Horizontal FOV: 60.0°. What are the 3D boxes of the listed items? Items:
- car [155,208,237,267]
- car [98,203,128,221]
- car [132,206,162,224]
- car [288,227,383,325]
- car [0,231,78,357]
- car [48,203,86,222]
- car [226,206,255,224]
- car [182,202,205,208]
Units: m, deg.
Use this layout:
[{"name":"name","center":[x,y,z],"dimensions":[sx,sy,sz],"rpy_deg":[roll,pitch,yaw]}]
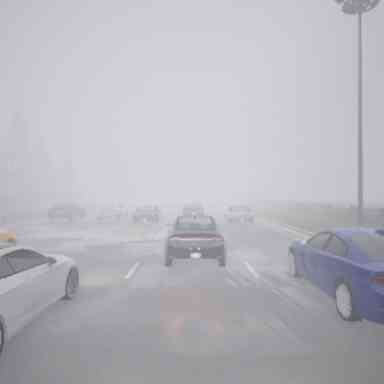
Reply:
[{"name":"car","center":[0.104,1.549,11.651],"dimensions":[2.128,1.511,4.902],"rpy_deg":[0,0,0]},{"name":"car","center":[-6.889,1.666,29.033],"dimensions":[1.812,1.442,4.674],"rpy_deg":[0,0,0]},{"name":"car","center":[-3.391,1.727,26.137],"dimensions":[1.895,1.301,4.718],"rpy_deg":[0,0,0]},{"name":"car","center":[3.603,1.513,7.295],"dimensions":[1.882,1.535,5.008],"rpy_deg":[0,0,0]},{"name":"car","center":[-3.408,1.553,5.439],"dimensions":[1.812,1.442,4.674],"rpy_deg":[0,0,0]},{"name":"car","center":[-10.390,1.628,27.990],"dimensions":[2.128,1.511,4.902],"rpy_deg":[0,0,0]},{"name":"car","center":[3.609,1.727,26.135],"dimensions":[1.895,1.301,4.718],"rpy_deg":[0,0,0]},{"name":"car","center":[0.110,1.620,29.529],"dimensions":[1.882,1.535,5.008],"rpy_deg":[0,0,0]}]
